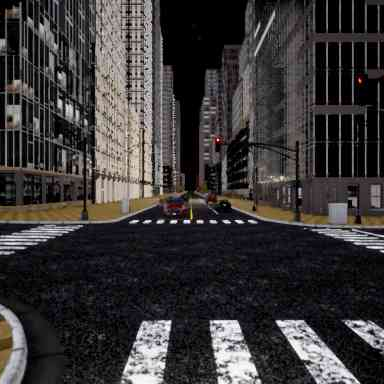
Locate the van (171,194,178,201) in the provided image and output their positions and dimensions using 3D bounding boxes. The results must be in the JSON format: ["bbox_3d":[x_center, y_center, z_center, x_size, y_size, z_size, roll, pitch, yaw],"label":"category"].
[{"bbox_3d":[-4.237,1.321,80.467,1.690,1.788,3.998,0,0,0],"label":"van"}]

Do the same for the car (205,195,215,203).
[{"bbox_3d":[3.700,1.432,69.452,1.967,1.590,4.097,0,0,0],"label":"car"}]

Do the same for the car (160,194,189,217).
[{"bbox_3d":[-1.549,1.369,31.811,2.097,1.767,4.553,0,0,1],"label":"car"}]

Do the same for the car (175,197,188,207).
[{"bbox_3d":[-1.619,1.534,51.396,1.812,1.442,4.674,0,0,0],"label":"car"}]

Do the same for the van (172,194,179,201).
[{"bbox_3d":[-4.265,1.315,85.994,1.690,1.788,3.998,0,0,0],"label":"van"}]

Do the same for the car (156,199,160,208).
[{"bbox_3d":[-4.068,1.592,47.301,1.802,1.307,4.206,0,0,0],"label":"car"}]

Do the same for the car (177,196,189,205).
[{"bbox_3d":[-1.629,1.563,62.098,1.994,1.385,4.181,0,0,0],"label":"car"}]

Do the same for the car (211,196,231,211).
[{"bbox_3d":[3.890,1.579,41.815,1.947,1.339,4.313,0,0,0],"label":"car"}]

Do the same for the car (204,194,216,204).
[{"bbox_3d":[3.728,1.313,63.924,2.192,1.841,5.009,0,0,0],"label":"car"}]

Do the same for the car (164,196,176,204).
[{"bbox_3d":[-4.152,1.564,63.884,1.947,1.339,4.313,0,0,0],"label":"car"}]

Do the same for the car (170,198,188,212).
[{"bbox_3d":[-1.568,1.561,41.337,2.033,1.411,5.357,0,0,0],"label":"car"}]

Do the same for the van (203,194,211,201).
[{"bbox_3d":[3.643,1.321,80.507,1.690,1.788,3.998,0,0,0],"label":"van"}]
